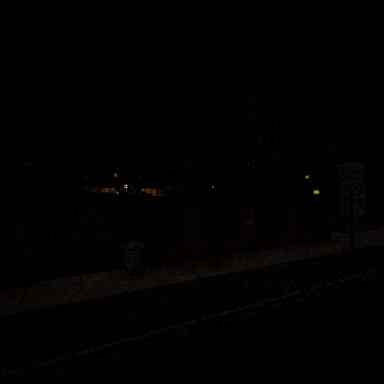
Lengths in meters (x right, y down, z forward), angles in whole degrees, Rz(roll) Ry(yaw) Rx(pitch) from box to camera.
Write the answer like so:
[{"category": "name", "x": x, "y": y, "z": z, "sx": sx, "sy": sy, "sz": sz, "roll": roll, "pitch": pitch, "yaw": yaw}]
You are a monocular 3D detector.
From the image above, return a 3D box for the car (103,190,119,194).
[{"category": "car", "x": -14.881, "y": 0.318, "z": 60.855, "sx": 2.128, "sy": 1.511, "sz": 4.902, "roll": -2, "pitch": 2, "yaw": -35}]

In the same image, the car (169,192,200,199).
[{"category": "car", "x": -0.856, "y": 0.797, "z": 35.347, "sx": 2.097, "sy": 1.767, "sz": 4.553, "roll": -2, "pitch": 2, "yaw": -35}]

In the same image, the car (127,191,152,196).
[{"category": "car", "x": -7.708, "y": 0.735, "z": 45.349, "sx": 1.812, "sy": 1.442, "sz": 4.674, "roll": -2, "pitch": 2, "yaw": -34}]

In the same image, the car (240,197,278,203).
[{"category": "car", "x": 5.635, "y": 1.179, "z": 25.940, "sx": 1.837, "sy": 1.490, "sz": 4.892, "roll": -2, "pitch": 3, "yaw": -35}]
